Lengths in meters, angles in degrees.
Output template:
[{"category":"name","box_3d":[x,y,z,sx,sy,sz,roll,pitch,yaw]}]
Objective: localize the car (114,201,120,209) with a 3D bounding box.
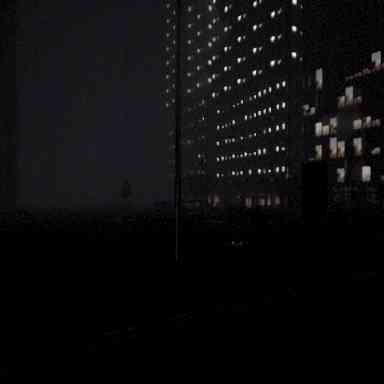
[{"category":"car","box_3d":[-13.696,2.735,66.137,1.752,1.417,4.829,0,-1,-26]}]

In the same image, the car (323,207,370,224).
[{"category":"car","box_3d":[13.410,1.990,29.465,2.008,1.369,4.403,0,-1,-26]}]

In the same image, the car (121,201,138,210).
[{"category":"car","box_3d":[-11.314,2.653,61.229,2.008,1.369,4.403,0,-1,-26]}]

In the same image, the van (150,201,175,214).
[{"category":"van","box_3d":[-3.952,2.119,46.052,1.690,1.788,3.998,0,-1,-26]}]

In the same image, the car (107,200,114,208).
[{"category":"car","box_3d":[-16.224,2.868,71.349,1.887,1.381,4.507,0,-1,-26]}]

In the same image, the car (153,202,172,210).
[{"category":"car","box_3d":[-5.589,2.609,62.492,1.882,1.535,5.008,1,-1,-26]}]

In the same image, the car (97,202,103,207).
[{"category":"car","box_3d":[-23.588,3.204,86.528,1.887,1.381,4.507,-1,-1,-26]}]

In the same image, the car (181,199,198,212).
[{"category":"car","box_3d":[-0.939,2.149,52.989,2.150,2.045,5.566,1,-1,-25]}]

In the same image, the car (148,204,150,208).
[{"category":"car","box_3d":[-8.684,2.986,75.005,1.802,1.307,4.206,-1,-1,-26]}]

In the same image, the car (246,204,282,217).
[{"category":"car","box_3d":[8.501,2.214,39.585,1.947,1.339,4.313,-1,-1,-26]}]

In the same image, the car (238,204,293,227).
[{"category":"car","box_3d":[5.871,1.910,25.808,2.008,1.369,4.403,0,-1,-26]}]

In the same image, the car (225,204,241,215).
[{"category":"car","box_3d":[6.046,2.319,44.645,1.947,1.339,4.313,-1,-1,-26]}]

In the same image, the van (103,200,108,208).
[{"category":"van","box_3d":[-18.681,2.776,76.411,1.690,1.788,3.998,-1,-1,-26]}]
